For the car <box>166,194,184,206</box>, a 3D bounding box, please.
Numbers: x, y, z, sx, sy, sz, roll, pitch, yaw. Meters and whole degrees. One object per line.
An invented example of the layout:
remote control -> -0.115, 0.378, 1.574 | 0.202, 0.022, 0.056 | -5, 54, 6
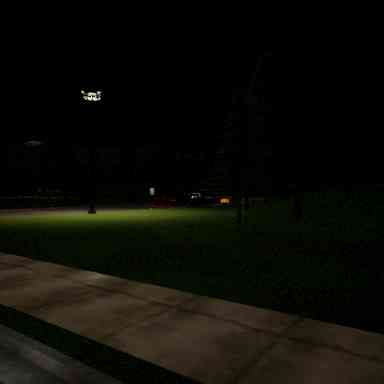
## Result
car -> -1.641, 1.505, 55.794 | 1.837, 1.490, 4.892 | 0, 0, 37

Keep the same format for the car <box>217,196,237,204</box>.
car -> 7.225, 1.478, 62.062 | 1.882, 1.535, 5.008 | 0, 0, 36

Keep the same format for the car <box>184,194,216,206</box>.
car -> 1.397, 1.478, 54.010 | 1.882, 1.535, 5.008 | 0, 0, 37

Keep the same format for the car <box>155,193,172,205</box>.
car -> -4.150, 1.221, 58.277 | 2.150, 2.045, 5.566 | 0, 0, 36
